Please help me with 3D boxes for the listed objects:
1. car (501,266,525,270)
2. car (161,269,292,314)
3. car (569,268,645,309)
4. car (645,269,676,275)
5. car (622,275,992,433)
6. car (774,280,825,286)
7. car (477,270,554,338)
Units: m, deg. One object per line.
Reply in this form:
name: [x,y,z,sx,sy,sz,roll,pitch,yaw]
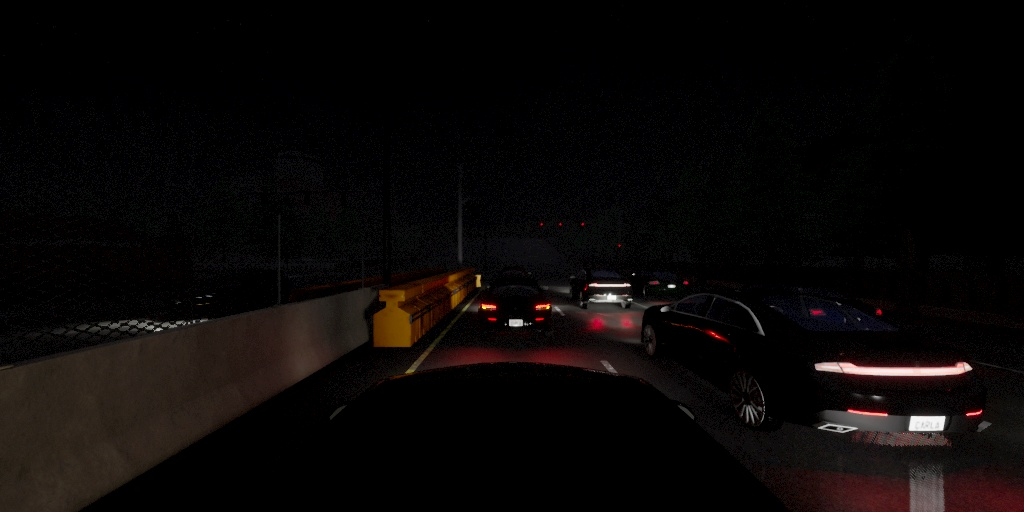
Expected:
car: [0.061,1.276,19.102,1.812,1.442,4.674,0,0,0]
car: [-10.599,1.257,13.824,1.837,1.490,4.892,0,-1,0]
car: [3.560,1.242,14.972,2.128,1.511,4.902,0,0,2]
car: [7.065,1.314,17.879,1.994,1.385,4.181,0,0,0]
car: [3.596,1.242,5.543,2.128,1.511,4.902,0,0,0]
car: [7.086,1.314,9.490,1.994,1.385,4.181,0,0,0]
car: [0.078,1.276,10.037,1.812,1.442,4.674,0,0,0]
